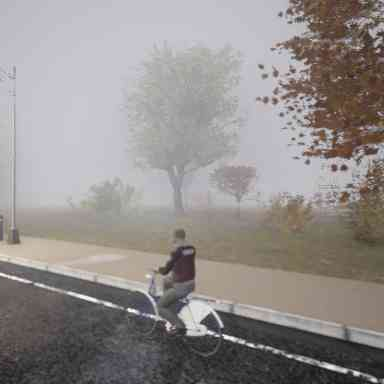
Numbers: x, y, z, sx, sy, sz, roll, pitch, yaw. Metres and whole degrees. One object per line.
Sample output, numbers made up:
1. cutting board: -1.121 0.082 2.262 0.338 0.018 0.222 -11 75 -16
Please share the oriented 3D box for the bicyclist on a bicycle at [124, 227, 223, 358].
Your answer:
1. bicyclist on a bicycle: -0.359 1.387 4.885 1.843 1.776 0.659 0 0 35
